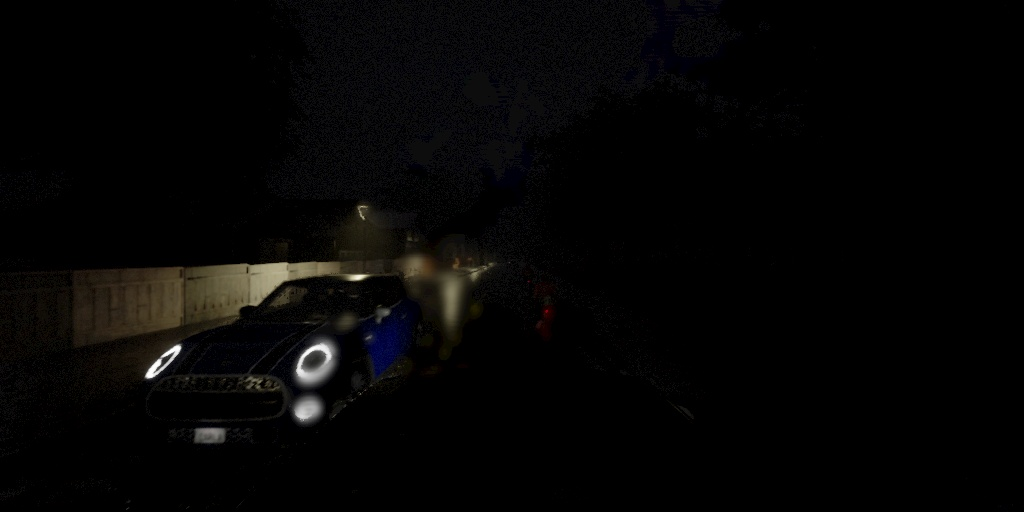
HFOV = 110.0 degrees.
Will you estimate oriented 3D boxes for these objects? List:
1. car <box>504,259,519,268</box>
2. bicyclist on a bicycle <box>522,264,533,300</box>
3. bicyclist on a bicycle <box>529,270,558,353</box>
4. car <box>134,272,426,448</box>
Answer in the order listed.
[{"bbox_3d":[0.121,1.274,62.407,2.128,1.511,4.902,0,0,0],"label":"car"},{"bbox_3d":[0.761,1.204,16.880,0.582,1.620,1.656,0,0,0],"label":"bicyclist on a bicycle"},{"bbox_3d":[0.757,1.203,7.880,0.582,1.620,1.656,0,0,0],"label":"bicyclist on a bicycle"},{"bbox_3d":[-2.850,1.102,5.628,2.097,1.767,4.553,0,0,0],"label":"car"}]
